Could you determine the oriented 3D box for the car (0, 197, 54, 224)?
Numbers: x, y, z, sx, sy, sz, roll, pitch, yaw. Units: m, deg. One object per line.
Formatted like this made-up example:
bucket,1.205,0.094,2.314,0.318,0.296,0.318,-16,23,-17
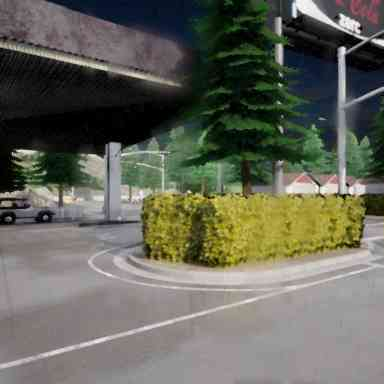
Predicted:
car,-11.935,1.311,23.504,3.866,1.878,1.905,0,0,-36
